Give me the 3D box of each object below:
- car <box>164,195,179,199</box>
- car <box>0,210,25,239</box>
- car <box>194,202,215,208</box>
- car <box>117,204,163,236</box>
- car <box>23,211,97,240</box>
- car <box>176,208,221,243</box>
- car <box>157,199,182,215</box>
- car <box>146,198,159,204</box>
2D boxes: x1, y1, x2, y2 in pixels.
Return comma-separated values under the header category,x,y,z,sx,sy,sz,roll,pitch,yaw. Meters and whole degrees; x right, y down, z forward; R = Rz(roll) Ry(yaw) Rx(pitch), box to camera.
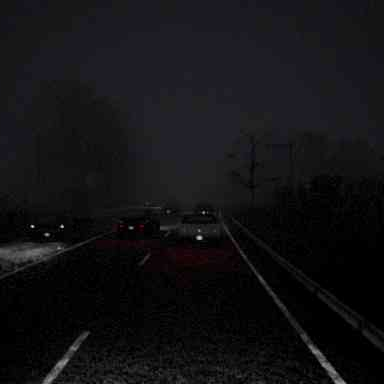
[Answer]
category,x,y,z,sx,sy,sz,roll,pitch,yaw
car,-3.593,1.637,59.039,2.150,2.045,5.566,0,0,7
car,-10.267,1.671,18.002,2.033,1.411,5.357,0,0,2
car,1.282,1.746,34.047,1.837,1.490,4.892,0,0,4
car,-3.007,1.661,19.229,1.812,1.442,4.674,0,0,2
car,-6.764,1.725,17.870,1.895,1.301,4.718,0,0,2
car,0.400,1.720,16.725,1.895,1.301,4.718,0,0,2
car,-2.156,1.773,35.072,1.812,1.442,4.674,0,0,4
car,-6.945,1.928,60.395,1.837,1.490,4.892,0,0,7
